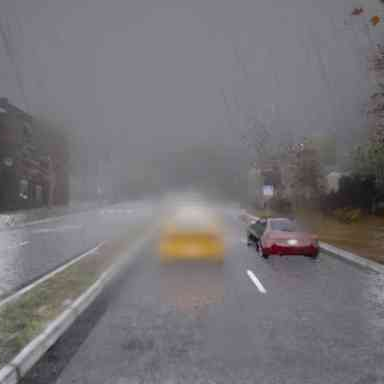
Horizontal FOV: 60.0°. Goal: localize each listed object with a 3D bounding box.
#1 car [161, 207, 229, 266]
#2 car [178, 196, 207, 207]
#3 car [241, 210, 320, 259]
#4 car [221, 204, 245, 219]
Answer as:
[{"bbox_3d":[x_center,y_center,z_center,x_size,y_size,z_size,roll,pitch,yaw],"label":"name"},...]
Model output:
[{"bbox_3d":[0.038,1.505,11.738,1.882,1.535,5.008,0,0,1],"label":"car"},{"bbox_3d":[0.039,1.285,26.546,2.150,2.045,5.566,0,0,0],"label":"car"},{"bbox_3d":[3.298,1.595,12.815,1.994,1.385,4.181,0,0,1],"label":"car"},{"bbox_3d":[3.294,1.664,27.067,1.895,1.301,4.718,0,0,1],"label":"car"}]
